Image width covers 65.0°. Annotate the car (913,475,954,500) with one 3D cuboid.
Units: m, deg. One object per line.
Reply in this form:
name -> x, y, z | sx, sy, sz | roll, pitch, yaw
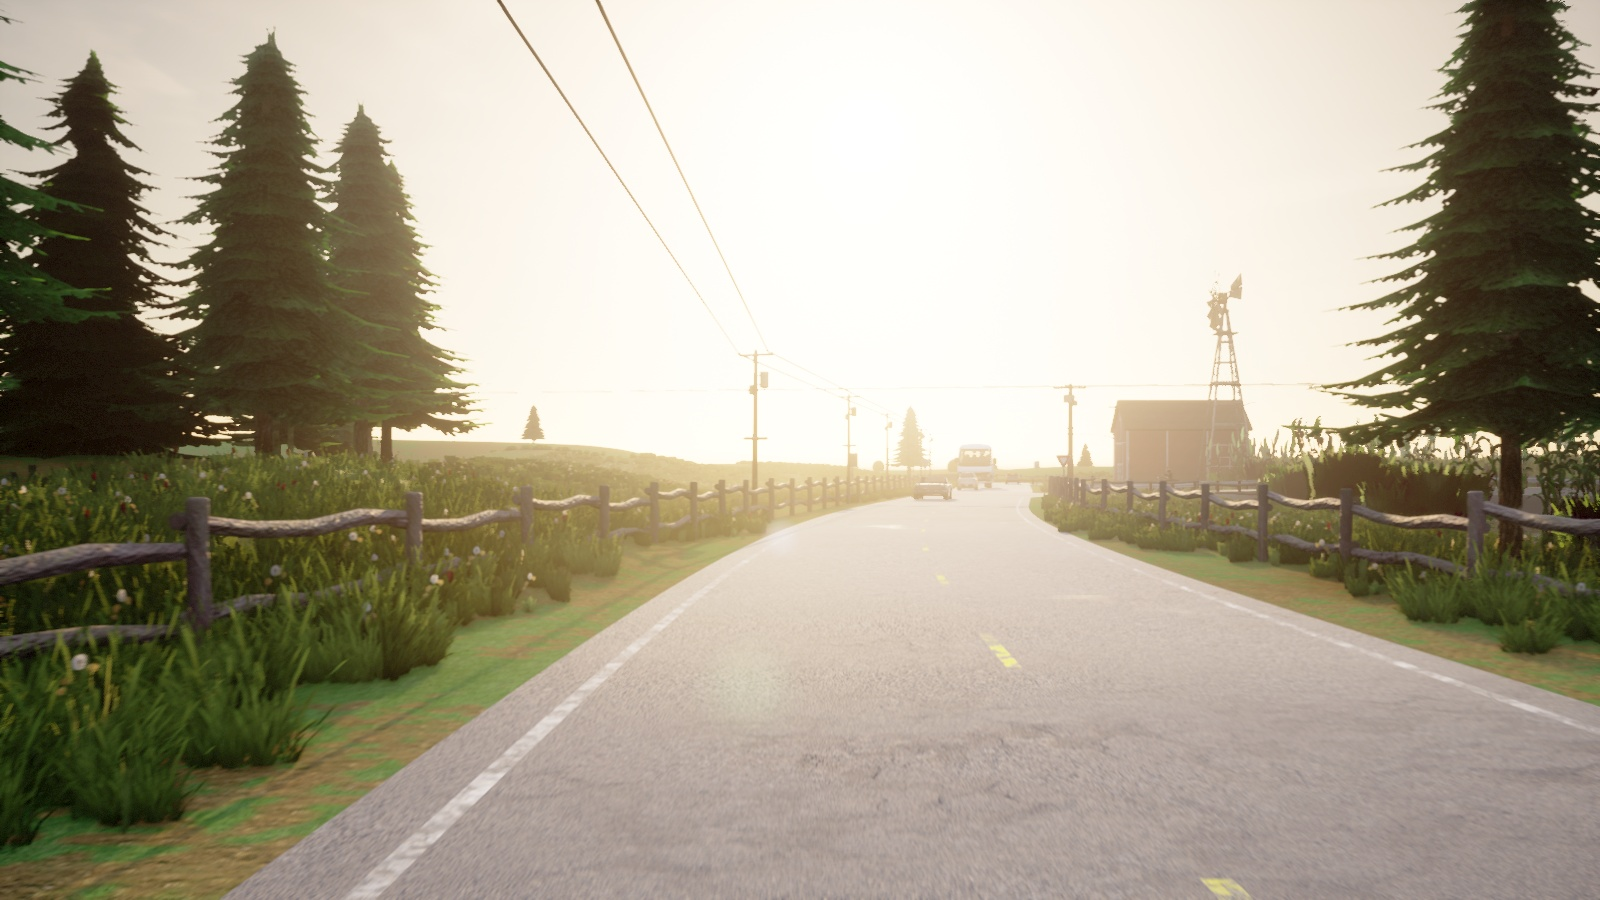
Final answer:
car -> 7.453, 2.057, 69.906 | 1.895, 1.301, 4.718 | 0, -1, 11
